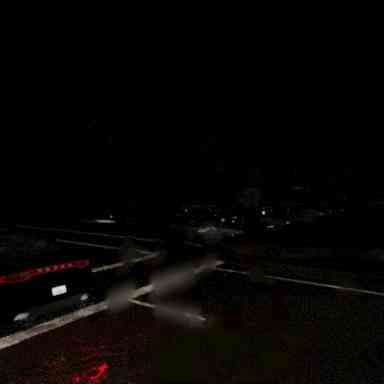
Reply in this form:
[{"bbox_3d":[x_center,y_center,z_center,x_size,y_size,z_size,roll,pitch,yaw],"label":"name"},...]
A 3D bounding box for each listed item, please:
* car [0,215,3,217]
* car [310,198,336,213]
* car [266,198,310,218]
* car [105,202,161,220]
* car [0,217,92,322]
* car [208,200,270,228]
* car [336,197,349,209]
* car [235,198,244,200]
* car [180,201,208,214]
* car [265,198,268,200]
[{"bbox_3d":[-10.057,1.584,15.483,4.674,1.442,1.812,0,0,36],"label":"car"},{"bbox_3d":[14.660,1.600,38.360,1.994,1.385,4.181,0,0,38],"label":"car"},{"bbox_3d":[8.884,1.514,30.514,1.882,1.535,5.008,0,0,36],"label":"car"},{"bbox_3d":[-5.010,1.619,29.324,2.033,1.411,5.357,0,0,36],"label":"car"},{"bbox_3d":[-4.243,1.503,7.026,5.008,1.535,1.882,0,0,36],"label":"car"},{"bbox_3d":[3.369,1.541,22.989,1.837,1.490,4.892,0,0,36],"label":"car"},{"bbox_3d":[20.604,1.540,46.446,1.837,1.490,4.892,0,0,37],"label":"car"},{"bbox_3d":[6.568,1.597,45.094,1.812,1.442,4.674,0,0,37],"label":"car"},{"bbox_3d":[0.691,1.672,37.094,1.895,1.301,4.718,0,0,36],"label":"car"},{"bbox_3d":[12.684,1.618,53.362,2.033,1.411,5.357,0,0,37],"label":"car"}]
